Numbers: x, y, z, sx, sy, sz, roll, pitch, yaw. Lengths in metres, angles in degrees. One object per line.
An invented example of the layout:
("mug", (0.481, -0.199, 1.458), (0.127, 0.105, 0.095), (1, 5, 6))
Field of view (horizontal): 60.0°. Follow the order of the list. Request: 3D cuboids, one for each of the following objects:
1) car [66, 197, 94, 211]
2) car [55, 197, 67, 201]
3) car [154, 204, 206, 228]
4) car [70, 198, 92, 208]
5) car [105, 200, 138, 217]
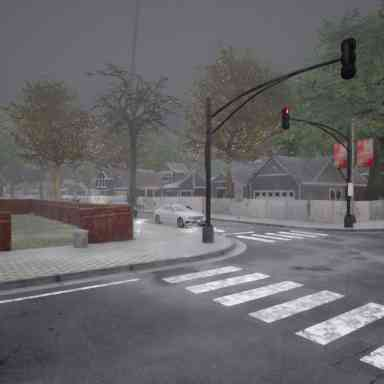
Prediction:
("car", (-13.074, 1.530, 39.711), (1.882, 1.535, 5.008), (0, -1, -35))
("car", (-22.266, 1.599, 57.466), (2.128, 1.511, 4.902), (0, 0, -36))
("car", (-0.933, 1.547, 22.681), (1.812, 1.442, 4.674), (0, 0, -36))
("car", (-16.614, 1.653, 49.653), (1.994, 1.385, 4.181), (0, 0, -35))
("car", (-6.763, 1.513, 30.855), (1.882, 1.535, 5.008), (0, 0, -36))
